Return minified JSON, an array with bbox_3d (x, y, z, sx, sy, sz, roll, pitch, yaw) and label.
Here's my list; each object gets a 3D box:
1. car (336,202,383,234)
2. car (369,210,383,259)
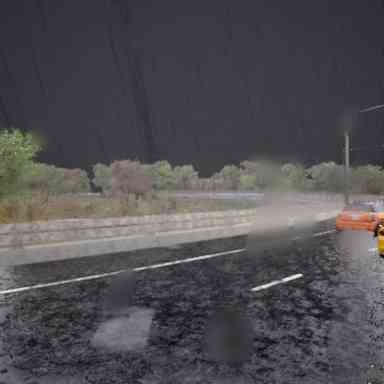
[{"bbox_3d":[9.723,1.337,18.437,2.097,1.767,4.553,0,0,42],"label":"car"},{"bbox_3d":[8.097,1.467,11.607,1.882,1.535,5.008,0,0,45],"label":"car"}]
